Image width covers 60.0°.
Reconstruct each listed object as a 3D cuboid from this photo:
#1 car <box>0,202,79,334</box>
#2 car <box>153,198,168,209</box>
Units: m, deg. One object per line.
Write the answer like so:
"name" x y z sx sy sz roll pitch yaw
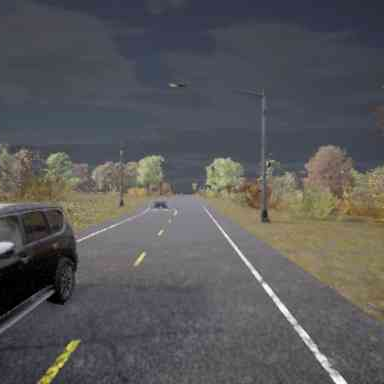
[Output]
"car" -3.595 1.224 5.229 2.150 2.045 5.566 0 0 0
"car" -4.255 1.575 45.334 2.033 1.411 5.357 0 0 -5
